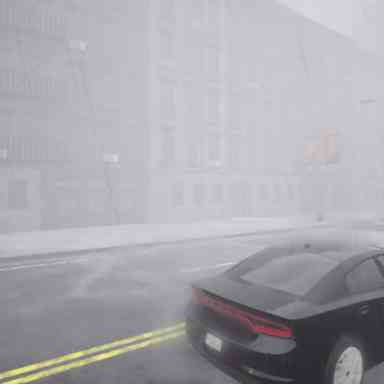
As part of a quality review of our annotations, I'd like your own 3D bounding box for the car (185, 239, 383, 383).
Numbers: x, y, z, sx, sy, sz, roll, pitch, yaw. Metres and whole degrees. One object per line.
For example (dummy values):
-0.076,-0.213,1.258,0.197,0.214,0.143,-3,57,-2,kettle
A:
2.262,1.470,5.041,5.008,1.535,1.882,0,0,-35,car
